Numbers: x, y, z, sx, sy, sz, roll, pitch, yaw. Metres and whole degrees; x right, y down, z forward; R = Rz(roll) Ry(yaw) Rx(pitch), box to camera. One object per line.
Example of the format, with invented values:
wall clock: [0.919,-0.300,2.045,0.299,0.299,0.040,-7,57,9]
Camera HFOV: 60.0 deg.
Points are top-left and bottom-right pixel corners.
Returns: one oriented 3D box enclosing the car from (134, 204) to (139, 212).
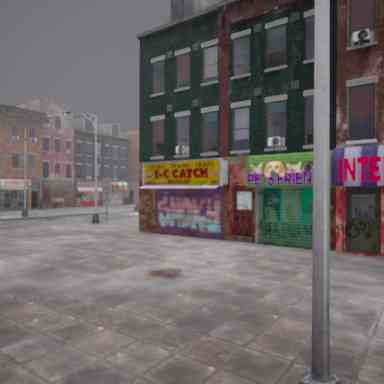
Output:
car: [-4.058,1.409,34.803,1.994,1.385,4.181,0,0,36]
